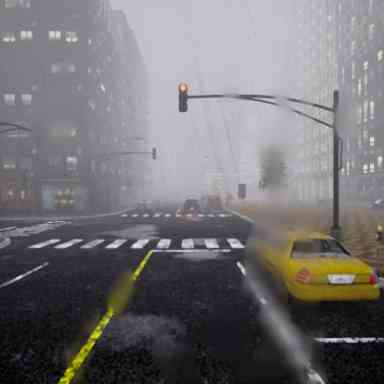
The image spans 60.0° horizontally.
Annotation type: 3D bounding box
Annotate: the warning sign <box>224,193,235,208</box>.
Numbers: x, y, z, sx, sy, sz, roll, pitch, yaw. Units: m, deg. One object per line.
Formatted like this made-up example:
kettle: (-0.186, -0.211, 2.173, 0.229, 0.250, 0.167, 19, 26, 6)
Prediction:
warning sign: (4.945, 1.111, 43.766, 1.300, 1.860, 1.060, 0, 0, 0)

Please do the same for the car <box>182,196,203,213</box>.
car: (-0.008, 1.498, 37.708, 1.837, 1.490, 4.892, 0, 0, 0)

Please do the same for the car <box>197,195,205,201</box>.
car: (2.422, 1.574, 90.412, 1.752, 1.417, 4.829, 0, 0, 0)

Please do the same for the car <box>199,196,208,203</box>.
car: (2.471, 1.570, 73.662, 1.887, 1.381, 4.507, 0, 0, 0)

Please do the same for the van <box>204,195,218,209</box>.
van: (2.551, 1.338, 46.029, 1.690, 1.788, 3.998, 0, 0, 0)

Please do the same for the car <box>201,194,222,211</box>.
car: (2.568, 1.309, 40.503, 2.192, 1.841, 5.009, 0, 0, 0)

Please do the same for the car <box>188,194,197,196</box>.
car: (-0.214, 1.380, 73.408, 2.097, 1.767, 4.553, 0, 0, 0)

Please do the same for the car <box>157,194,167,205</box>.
car: (-5.860, 1.556, 57.058, 2.008, 1.369, 4.403, 0, 0, 0)

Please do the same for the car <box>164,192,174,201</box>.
car: (-5.926, 1.472, 79.164, 1.967, 1.590, 4.097, 0, 0, 0)

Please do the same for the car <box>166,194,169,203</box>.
car: (-5.877, 1.556, 62.583, 1.887, 1.381, 4.507, 0, 0, 0)

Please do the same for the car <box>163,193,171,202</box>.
car: (-5.894, 1.458, 68.111, 1.967, 1.590, 4.097, 0, 0, 0)

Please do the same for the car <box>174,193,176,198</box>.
car: (-5.957, 1.573, 90.048, 1.752, 1.417, 4.829, 0, 0, 0)

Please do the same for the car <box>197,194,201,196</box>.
car: (2.502, 1.327, 62.608, 2.192, 1.841, 5.009, 0, 0, 0)

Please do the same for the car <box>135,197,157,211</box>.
car: (-5.811, 1.545, 40.478, 2.008, 1.369, 4.403, 0, 0, 0)

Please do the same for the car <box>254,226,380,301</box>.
car: (2.664, 1.521, 8.260, 1.752, 1.417, 4.829, 0, 0, 0)
